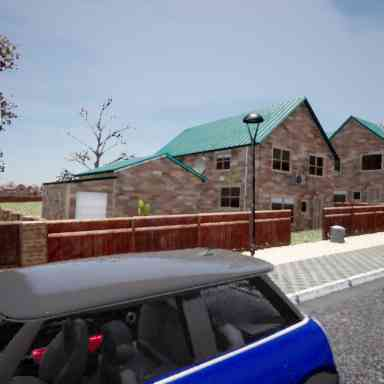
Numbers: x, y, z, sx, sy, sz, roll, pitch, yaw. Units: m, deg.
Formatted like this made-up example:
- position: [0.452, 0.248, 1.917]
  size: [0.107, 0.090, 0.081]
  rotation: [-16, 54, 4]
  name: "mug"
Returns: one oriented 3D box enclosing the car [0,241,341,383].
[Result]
- position: [-0.984, 1.353, 2.368]
  size: [4.553, 1.767, 2.097]
  rotation: [0, 0, -36]
  name: "car"
